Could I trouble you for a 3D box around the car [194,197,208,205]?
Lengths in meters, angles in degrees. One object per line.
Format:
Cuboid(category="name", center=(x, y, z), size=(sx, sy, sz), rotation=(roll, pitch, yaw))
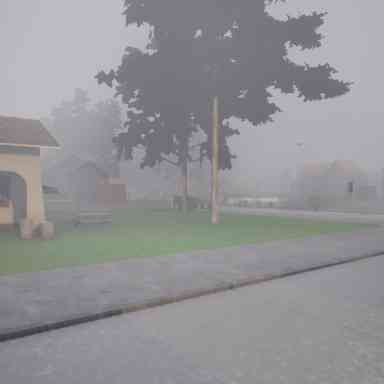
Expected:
Cuboid(category="car", center=(0.964, 1.525, 55.433), size=(1.812, 1.442, 4.674), rotation=(0, 0, -36))
